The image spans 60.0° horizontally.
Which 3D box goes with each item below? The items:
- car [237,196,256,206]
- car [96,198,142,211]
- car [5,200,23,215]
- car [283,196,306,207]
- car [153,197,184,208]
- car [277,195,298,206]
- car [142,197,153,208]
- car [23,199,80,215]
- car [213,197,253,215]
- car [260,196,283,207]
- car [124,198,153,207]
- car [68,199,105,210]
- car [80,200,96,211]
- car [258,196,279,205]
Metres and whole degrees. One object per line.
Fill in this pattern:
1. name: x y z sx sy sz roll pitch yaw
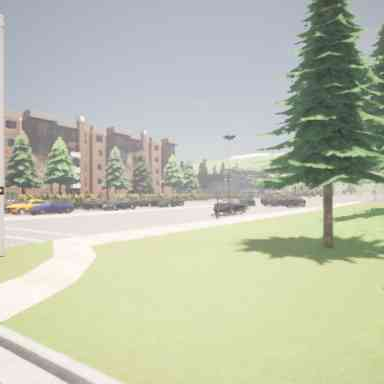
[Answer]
1. car: 8.328 1.417 52.553 2.097 1.767 4.553 0 0 35
2. car: -9.068 1.580 41.841 2.128 1.511 4.902 0 0 35
3. car: -17.341 1.576 36.151 1.882 1.535 5.008 0 0 35
4. car: 16.168 1.551 51.436 1.837 1.490 4.892 0 0 35
5. car: -3.192 1.592 50.147 1.837 1.490 4.892 0 0 35
6. car: 16.899 1.407 58.678 2.097 1.767 4.553 0 0 35
7. car: -6.166 1.575 51.928 1.882 1.535 5.008 0 0 35
8. car: -14.389 1.614 34.255 1.812 1.442 4.674 0 0 35
9. car: 3.980 1.536 33.998 2.128 1.511 4.902 0 0 35
10. car: 13.175 1.407 53.291 2.097 1.767 4.553 0 0 36
11. car: -8.723 1.708 54.364 1.895 1.301 4.718 0 0 35
12. car: -14.515 1.708 46.188 1.895 1.301 4.718 0 0 35
13. car: -11.963 1.699 43.786 1.895 1.301 4.718 0 0 35
14. car: 14.036 1.556 60.691 2.128 1.511 4.902 0 0 35
